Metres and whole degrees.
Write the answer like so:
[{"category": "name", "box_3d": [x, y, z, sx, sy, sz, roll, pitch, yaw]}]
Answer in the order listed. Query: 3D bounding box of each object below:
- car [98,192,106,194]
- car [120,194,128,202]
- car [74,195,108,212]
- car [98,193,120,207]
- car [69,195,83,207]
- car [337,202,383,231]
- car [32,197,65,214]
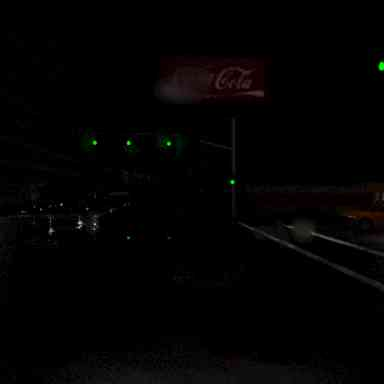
[{"category": "car", "box_3d": [-15.906, 0.858, 59.060, 2.097, 1.767, 4.553, 0, 1, -5]}, {"category": "car", "box_3d": [-12.343, 1.039, 58.368, 1.812, 1.442, 4.674, 0, 0, -5]}, {"category": "car", "box_3d": [-10.294, 1.314, 34.325, 1.895, 1.301, 4.718, 0, 0, -5]}, {"category": "car", "box_3d": [-11.172, 1.230, 44.353, 1.895, 1.301, 4.718, 0, 1, -5]}, {"category": "car", "box_3d": [-14.623, 1.112, 43.646, 1.882, 1.535, 5.008, 0, 0, -5]}, {"category": "car", "box_3d": [10.728, 1.325, 18.667, 5.008, 1.535, 1.882, 0, 0, -5]}, {"category": "car", "box_3d": [-13.592, 1.258, 31.822, 1.812, 1.442, 4.674, 0, 0, -5]}]
